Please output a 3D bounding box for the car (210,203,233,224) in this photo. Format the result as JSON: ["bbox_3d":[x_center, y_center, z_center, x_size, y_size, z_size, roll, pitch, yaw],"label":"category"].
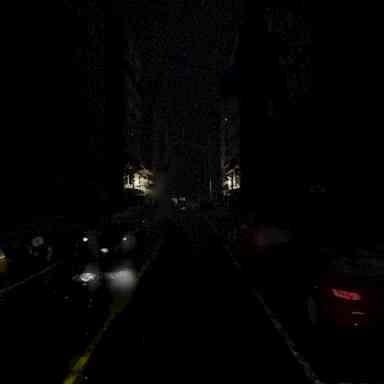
[{"bbox_3d":[2.866,1.944,29.094,1.752,1.417,4.829,0,-1,0],"label":"car"}]

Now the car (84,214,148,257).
[{"bbox_3d":[-3.096,1.802,14.040,1.895,1.301,4.718,0,-1,0],"label":"car"}]

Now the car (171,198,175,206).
[{"bbox_3d":[-5.642,2.579,77.726,1.967,1.590,4.097,0,-1,0],"label":"car"}]

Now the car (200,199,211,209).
[{"bbox_3d":[2.878,2.438,61.219,1.887,1.381,4.507,0,-1,0],"label":"car"}]

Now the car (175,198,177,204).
[{"bbox_3d":[-5.638,2.744,88.728,1.967,1.590,4.097,0,-1,0],"label":"car"}]

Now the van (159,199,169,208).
[{"bbox_3d":[-5.646,2.316,66.726,1.690,1.788,3.998,0,-1,0],"label":"van"}]

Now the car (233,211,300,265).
[{"bbox_3d":[2.861,1.618,12.349,1.967,1.590,4.097,0,-1,0],"label":"car"}]

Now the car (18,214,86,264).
[{"bbox_3d":[-5.665,1.617,12.353,1.967,1.590,4.097,0,-1,0],"label":"car"}]

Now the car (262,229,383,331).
[{"bbox_3d":[2.859,1.681,6.822,1.802,1.307,4.206,0,-1,0],"label":"car"}]

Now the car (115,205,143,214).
[{"bbox_3d":[-5.659,1.938,28.757,1.752,1.417,4.829,0,-1,0],"label":"car"}]

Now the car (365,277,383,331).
[{"bbox_3d":[2.857,1.571,1.297,2.008,1.369,4.403,0,-1,0],"label":"car"}]

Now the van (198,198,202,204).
[{"bbox_3d":[2.883,2.481,77.724,1.690,1.788,3.998,0,-1,0],"label":"van"}]

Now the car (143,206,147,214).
[{"bbox_3d":[-5.657,2.047,34.451,2.008,1.369,4.403,0,-1,0],"label":"car"}]

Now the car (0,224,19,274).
[{"bbox_3d":[-5.667,1.621,6.657,1.752,1.417,4.829,0,-1,0],"label":"car"}]

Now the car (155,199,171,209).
[{"bbox_3d":[-5.648,2.208,61.226,2.192,1.841,5.009,0,-1,0],"label":"car"}]
